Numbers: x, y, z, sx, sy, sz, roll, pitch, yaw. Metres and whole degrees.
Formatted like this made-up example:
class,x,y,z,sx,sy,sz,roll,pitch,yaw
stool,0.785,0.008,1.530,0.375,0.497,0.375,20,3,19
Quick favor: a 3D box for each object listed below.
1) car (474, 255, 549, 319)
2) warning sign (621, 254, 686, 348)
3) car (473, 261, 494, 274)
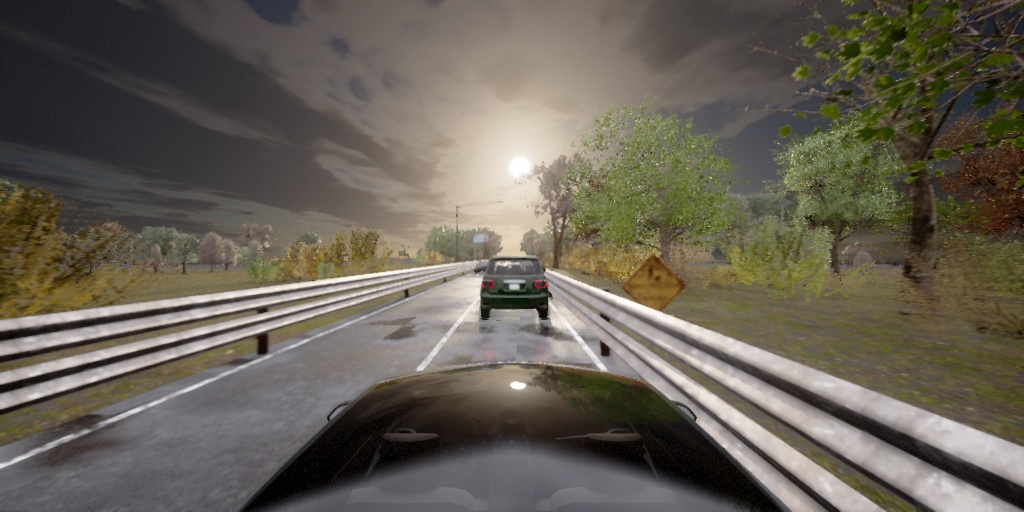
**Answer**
class,x,y,z,sx,sy,sz,roll,pitch,yaw
car,0.082,0.992,13.019,2.150,2.045,5.566,0,0,0
warning sign,2.849,0.880,7.173,1.300,1.860,1.060,0,0,0
car,-3.343,1.357,42.598,2.033,1.411,5.357,0,0,0
